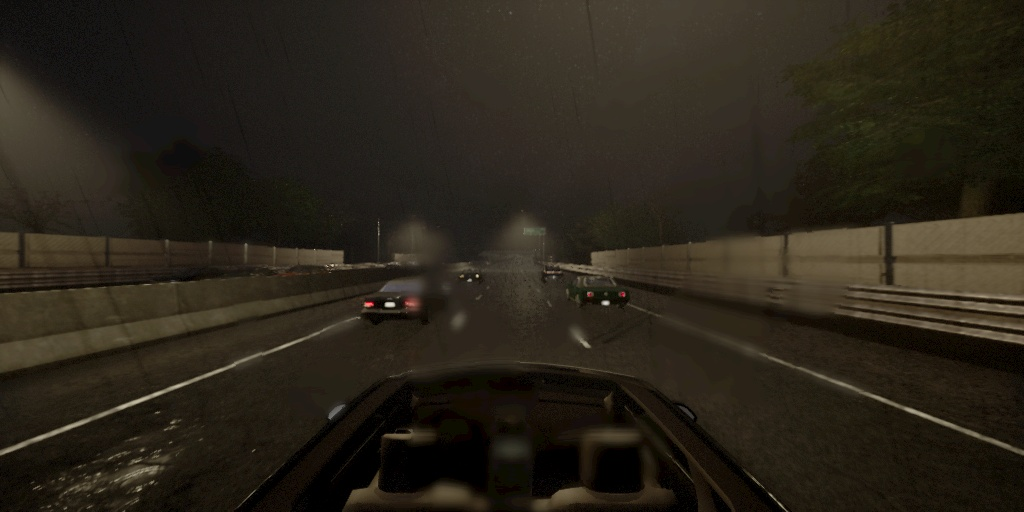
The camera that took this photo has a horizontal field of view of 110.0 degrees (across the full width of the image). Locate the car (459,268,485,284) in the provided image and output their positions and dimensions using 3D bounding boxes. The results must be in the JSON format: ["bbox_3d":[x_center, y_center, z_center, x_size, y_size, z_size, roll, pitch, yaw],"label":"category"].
[{"bbox_3d":[-3.424,1.723,31.470,1.895,1.301,4.718,0,-1,0],"label":"car"}]

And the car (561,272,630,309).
[{"bbox_3d":[3.588,1.535,15.947,1.895,1.301,4.718,0,-1,0],"label":"car"}]

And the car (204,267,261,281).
[{"bbox_3d":[-17.617,1.543,24.206,1.837,1.490,4.892,0,-1,0],"label":"car"}]

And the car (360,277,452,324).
[{"bbox_3d":[-3.410,1.438,12.525,2.033,1.411,5.357,0,-1,0],"label":"car"}]

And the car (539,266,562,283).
[{"bbox_3d":[3.575,1.629,32.897,2.128,1.511,4.902,0,-1,0],"label":"car"}]

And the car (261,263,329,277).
[{"bbox_3d":[-14.117,1.390,24.190,2.097,1.767,4.553,0,-1,0],"label":"car"}]

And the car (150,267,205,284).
[{"bbox_3d":[-21.116,1.512,23.924,1.882,1.535,5.008,0,-1,0],"label":"car"}]
